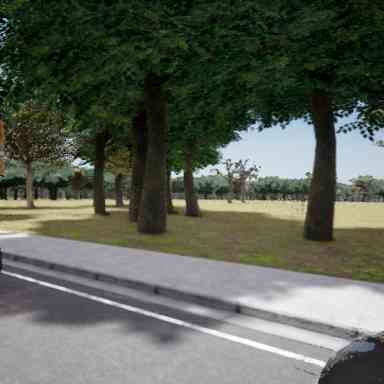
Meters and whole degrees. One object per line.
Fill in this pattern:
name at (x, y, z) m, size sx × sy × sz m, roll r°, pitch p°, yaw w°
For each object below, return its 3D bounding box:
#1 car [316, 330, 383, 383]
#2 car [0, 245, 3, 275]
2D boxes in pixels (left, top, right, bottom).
car at (3.088, 1.493, 1.483) m, size 4.902 × 1.511 × 2.128 m, roll 0°, pitch 0°, yaw 35°
car at (-6.643, 1.488, 8.423) m, size 4.892 × 1.490 × 1.837 m, roll 0°, pitch 0°, yaw 36°
